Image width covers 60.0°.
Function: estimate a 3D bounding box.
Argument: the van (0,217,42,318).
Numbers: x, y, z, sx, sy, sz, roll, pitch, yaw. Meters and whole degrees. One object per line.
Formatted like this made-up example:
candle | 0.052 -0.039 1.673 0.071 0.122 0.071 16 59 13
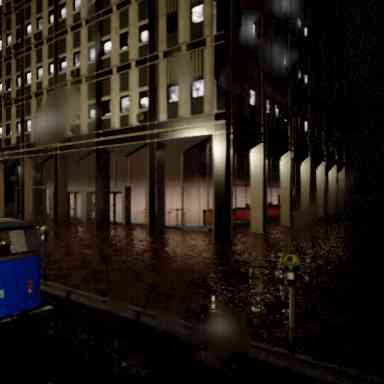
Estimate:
van | -4.433 1.292 6.047 3.998 1.788 1.690 1 0 35
